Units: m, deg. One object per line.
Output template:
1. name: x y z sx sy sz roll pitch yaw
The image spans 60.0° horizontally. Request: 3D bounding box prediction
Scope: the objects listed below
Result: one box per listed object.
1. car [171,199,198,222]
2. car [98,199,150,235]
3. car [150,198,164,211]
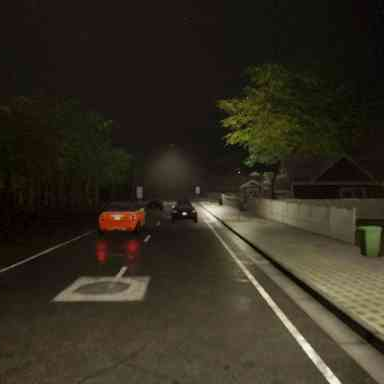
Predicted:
1. car: -0.594 1.542 25.963 1.994 1.385 4.181 0 0 -1
2. car: -3.905 1.360 19.248 2.097 1.767 4.553 0 0 -2
3. car: -4.519 1.462 41.444 1.882 1.535 5.008 0 0 -2
